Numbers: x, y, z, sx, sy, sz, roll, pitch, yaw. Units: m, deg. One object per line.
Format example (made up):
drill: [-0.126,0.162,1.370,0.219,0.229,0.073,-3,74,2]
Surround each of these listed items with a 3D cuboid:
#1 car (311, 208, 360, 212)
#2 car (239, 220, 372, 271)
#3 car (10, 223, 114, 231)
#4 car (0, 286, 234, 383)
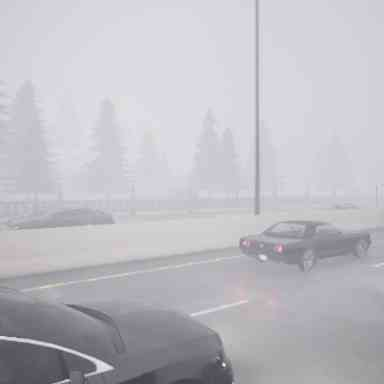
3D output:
car: [10.861,1.520,24.567,4.718,1.301,1.895,0,0,-35]
car: [3.841,1.568,10.783,4.718,1.301,1.895,0,0,-35]
car: [-6.351,1.490,16.656,4.892,1.490,1.837,0,0,-35]
car: [-1.858,1.506,2.422,4.892,1.490,1.837,0,0,-35]
